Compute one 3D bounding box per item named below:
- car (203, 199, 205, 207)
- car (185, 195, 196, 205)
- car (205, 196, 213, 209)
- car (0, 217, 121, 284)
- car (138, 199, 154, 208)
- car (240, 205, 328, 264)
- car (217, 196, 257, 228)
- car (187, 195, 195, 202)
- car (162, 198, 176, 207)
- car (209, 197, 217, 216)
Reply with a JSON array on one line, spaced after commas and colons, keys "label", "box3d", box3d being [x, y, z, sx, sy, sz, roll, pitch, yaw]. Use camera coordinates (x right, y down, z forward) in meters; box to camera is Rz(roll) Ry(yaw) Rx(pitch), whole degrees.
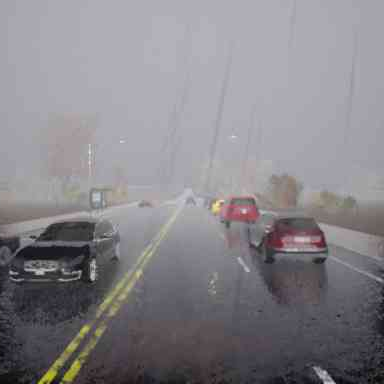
[{"label": "car", "box3d": [3.021, 1.515, 56.030, 2.097, 1.767, 4.553, 0, 0, 0]}, {"label": "car", "box3d": [-0.273, 1.708, 65.064, 1.812, 1.442, 4.674, 0, 0, 0]}, {"label": "car", "box3d": [3.081, 1.641, 45.059, 1.837, 1.490, 4.892, 0, 0, 0]}, {"label": "car", "box3d": [-3.361, 1.540, 9.764, 1.837, 1.490, 4.892, 0, 0, 0]}, {"label": "car", "box3d": [-6.769, 1.751, 49.618, 1.895, 1.301, 4.718, 0, 0, 0]}, {"label": "car", "box3d": [3.237, 1.473, 12.044, 2.033, 1.649, 4.856, 0, 0, 0]}, {"label": "car", "box3d": [3.198, 1.298, 23.086, 2.150, 2.045, 5.566, 0, 0, 0]}, {"label": "car", "box3d": [-0.357, 1.539, 80.949, 1.882, 1.535, 5.008, 0, 0, 0]}, {"label": "car", "box3d": [-3.520, 1.683, 53.234, 1.812, 1.442, 4.674, 0, 0, 0]}, {"label": "car", "box3d": [3.140, 1.586, 34.059, 1.882, 1.535, 5.008, 0, 0, 0]}]
